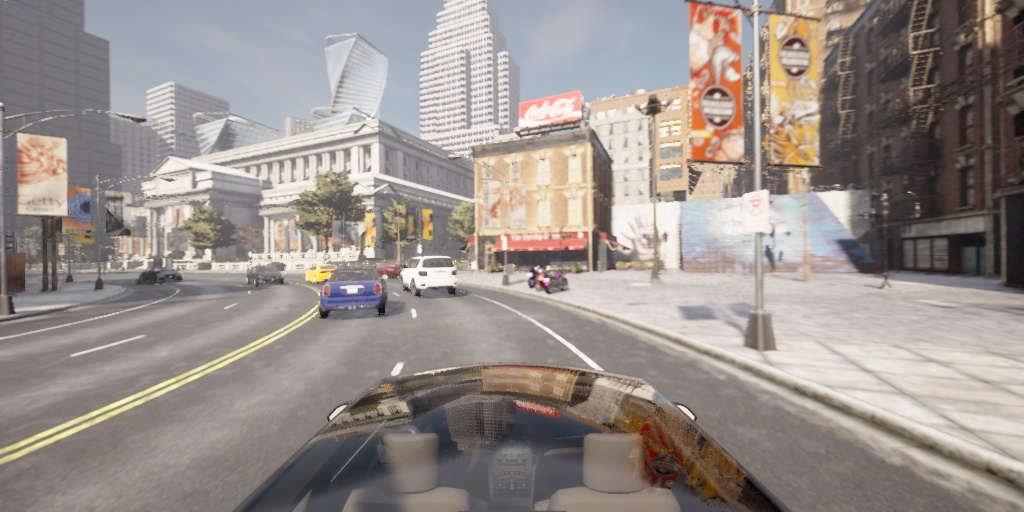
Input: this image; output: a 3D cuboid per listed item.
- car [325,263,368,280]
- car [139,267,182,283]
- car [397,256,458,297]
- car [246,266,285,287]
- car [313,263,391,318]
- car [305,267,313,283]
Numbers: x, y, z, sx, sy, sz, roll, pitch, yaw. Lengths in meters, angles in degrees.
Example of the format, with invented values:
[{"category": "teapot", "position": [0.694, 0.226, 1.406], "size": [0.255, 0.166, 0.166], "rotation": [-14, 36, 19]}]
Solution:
[{"category": "car", "position": [-16.150, 1.450, 34.887], "size": [4.902, 1.511, 2.128], "rotation": [-1, 0, 43]}, {"category": "car", "position": [-33.158, 1.751, 33.862], "size": [4.181, 1.385, 1.994], "rotation": [-1, 0, 27]}, {"category": "car", "position": [-4.719, 1.031, 19.994], "size": [2.150, 2.045, 5.566], "rotation": [-1, 0, -26]}, {"category": "car", "position": [-19.293, 1.507, 27.994], "size": [4.892, 1.490, 1.837], "rotation": [-1, 0, 44]}, {"category": "car", "position": [-5.950, 1.179, 13.875], "size": [2.097, 1.767, 4.553], "rotation": [-1, 0, -18]}, {"category": "car", "position": [-15.354, 1.427, 29.209], "size": [1.882, 1.535, 5.008], "rotation": [0, 0, -41]}]
